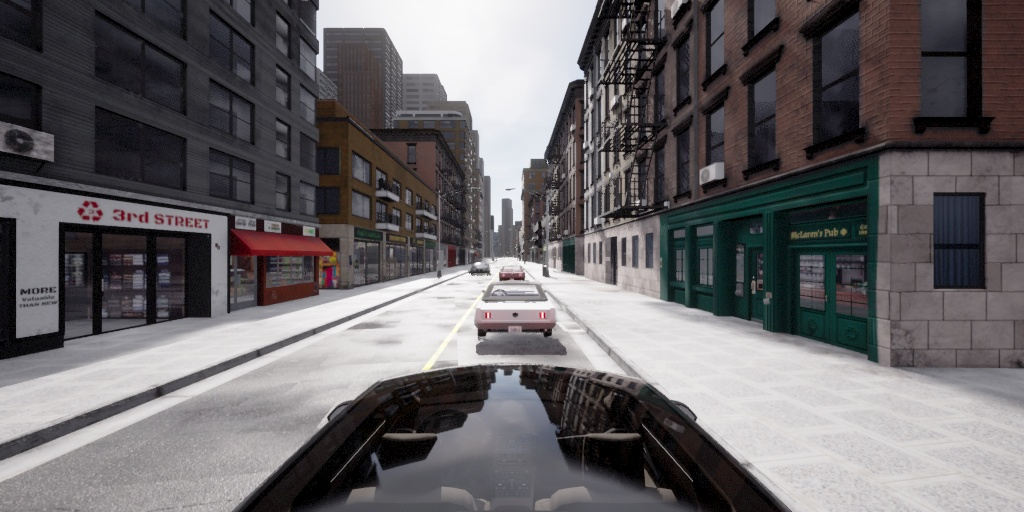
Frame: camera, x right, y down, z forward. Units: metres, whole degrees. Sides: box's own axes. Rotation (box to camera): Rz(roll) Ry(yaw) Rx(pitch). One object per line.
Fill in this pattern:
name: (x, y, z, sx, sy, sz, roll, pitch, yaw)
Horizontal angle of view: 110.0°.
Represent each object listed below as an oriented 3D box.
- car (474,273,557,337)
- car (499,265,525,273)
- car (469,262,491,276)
car: (0.064, 1.350, 10.230, 1.895, 1.301, 4.718, 0, 0, 0)
car: (-0.006, 1.347, 27.047, 1.895, 1.301, 4.718, 0, 0, 0)
car: (-3.248, 1.306, 37.411, 1.994, 1.385, 4.181, 0, 0, 0)
